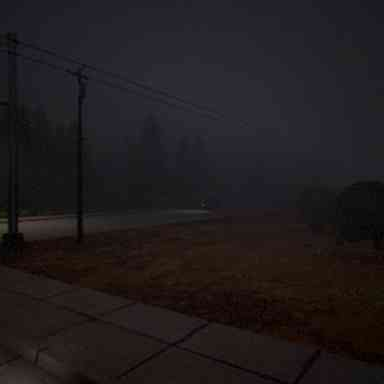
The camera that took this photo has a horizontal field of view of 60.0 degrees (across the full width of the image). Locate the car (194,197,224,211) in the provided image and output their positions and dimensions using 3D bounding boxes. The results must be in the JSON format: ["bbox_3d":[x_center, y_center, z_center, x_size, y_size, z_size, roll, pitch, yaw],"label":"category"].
[{"bbox_3d":[2.127,1.458,41.129,1.837,1.490,4.892,0,0,37],"label":"car"}]
